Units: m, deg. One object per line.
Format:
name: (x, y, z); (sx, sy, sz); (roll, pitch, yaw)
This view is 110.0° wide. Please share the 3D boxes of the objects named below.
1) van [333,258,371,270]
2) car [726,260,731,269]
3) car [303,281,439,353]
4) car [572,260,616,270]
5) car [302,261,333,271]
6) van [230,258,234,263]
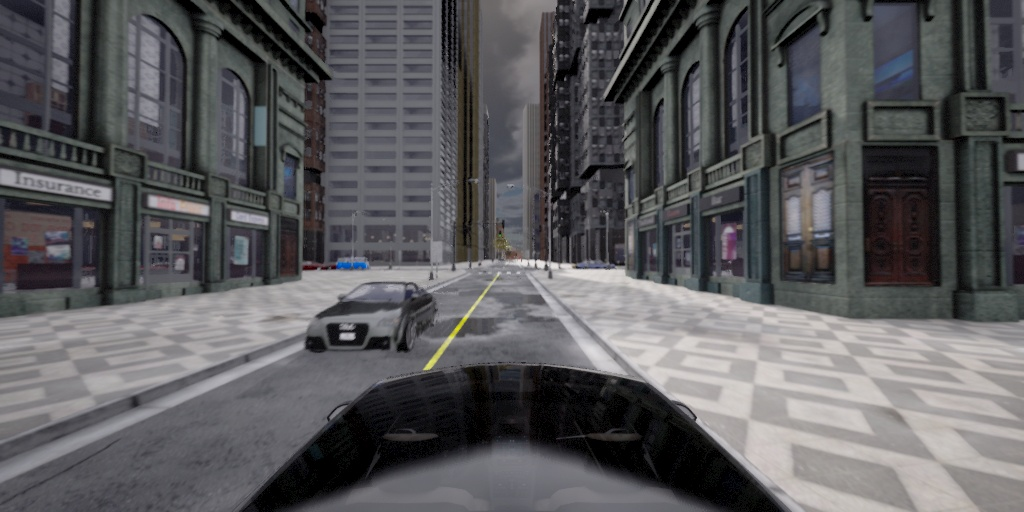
van: (-20.746, 1.105, 46.949); (3.998, 1.789, 1.690); (0, 0, 0)
car: (28.063, 1.156, 47.136); (4.507, 1.381, 1.888); (0, 0, 0)
car: (-3.098, 1.319, 8.738); (1.994, 1.385, 4.181); (0, 0, 0)
car: (11.551, 1.256, 49.852); (5.357, 1.411, 2.033); (0, -1, 0)
car: (-26.271, 1.330, 46.931); (4.507, 1.381, 1.888); (0, 0, 0)
van: (-37.320, 1.167, 46.893); (3.998, 1.789, 1.690); (0, 0, 0)
